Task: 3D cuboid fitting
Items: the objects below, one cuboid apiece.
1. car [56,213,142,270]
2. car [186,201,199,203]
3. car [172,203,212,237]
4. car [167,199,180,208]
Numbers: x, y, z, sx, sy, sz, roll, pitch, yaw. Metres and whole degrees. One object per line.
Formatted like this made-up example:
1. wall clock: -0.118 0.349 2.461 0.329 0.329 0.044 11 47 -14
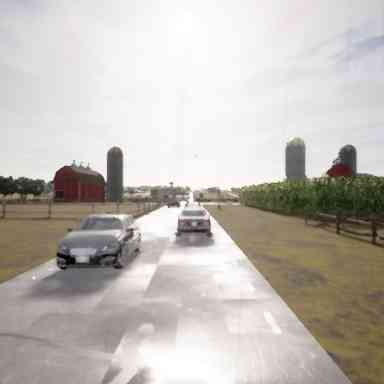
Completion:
1. car: -2.851 1.488 11.101 2.128 1.511 4.902 0 0 0
2. car: 0.093 1.693 37.270 1.895 1.301 4.718 0 0 0
3. car: 0.097 1.553 18.164 2.033 1.411 5.357 0 0 0
4. car: -2.823 1.800 51.972 1.895 1.301 4.718 0 -1 0
